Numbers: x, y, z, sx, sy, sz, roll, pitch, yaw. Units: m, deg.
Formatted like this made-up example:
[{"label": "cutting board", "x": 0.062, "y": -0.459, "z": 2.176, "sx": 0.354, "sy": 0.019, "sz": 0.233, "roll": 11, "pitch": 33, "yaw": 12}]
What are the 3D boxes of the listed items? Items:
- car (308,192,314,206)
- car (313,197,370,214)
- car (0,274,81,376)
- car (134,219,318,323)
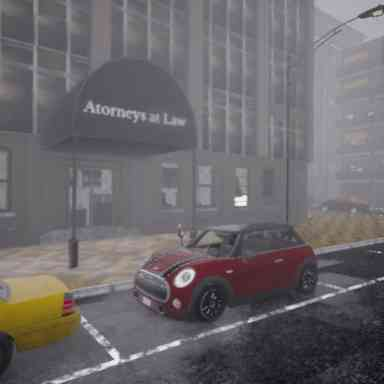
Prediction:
[{"label": "car", "x": 14.135, "y": 0.917, "z": 44.795, "sx": 2.192, "sy": 1.841, "sz": 5.009, "roll": 2, "pitch": 0, "yaw": -36}, {"label": "car", "x": 13.978, "y": 1.246, "z": 30.711, "sx": 1.887, "sy": 1.381, "sz": 4.507, "roll": 2, "pitch": 0, "yaw": -36}, {"label": "car", "x": -3.848, "y": 1.526, "z": 3.805, "sx": 4.829, "sy": 1.417, "sz": 1.752, "roll": 0, "pitch": 1, "yaw": -35}, {"label": "car", "x": 0.819, "y": 1.438, "z": 7.129, "sx": 4.097, "sy": 1.590, "sz": 1.967, "roll": 0, "pitch": 1, "yaw": -35}]
